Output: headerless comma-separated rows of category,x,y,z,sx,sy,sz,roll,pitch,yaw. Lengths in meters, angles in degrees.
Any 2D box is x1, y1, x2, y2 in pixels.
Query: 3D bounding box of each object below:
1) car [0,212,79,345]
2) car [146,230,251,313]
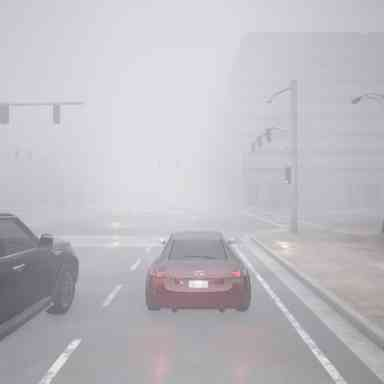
car,-3.395,1.221,4.436,2.150,2.045,5.566,0,0,1
car,0.115,1.564,7.761,1.994,1.385,4.181,0,0,0
